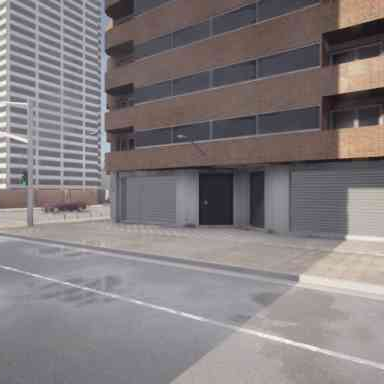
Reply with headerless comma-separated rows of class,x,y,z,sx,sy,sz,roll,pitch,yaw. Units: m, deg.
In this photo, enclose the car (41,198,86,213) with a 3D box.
car,-14.137,1.478,36.903,1.882,1.535,5.008,0,0,35
